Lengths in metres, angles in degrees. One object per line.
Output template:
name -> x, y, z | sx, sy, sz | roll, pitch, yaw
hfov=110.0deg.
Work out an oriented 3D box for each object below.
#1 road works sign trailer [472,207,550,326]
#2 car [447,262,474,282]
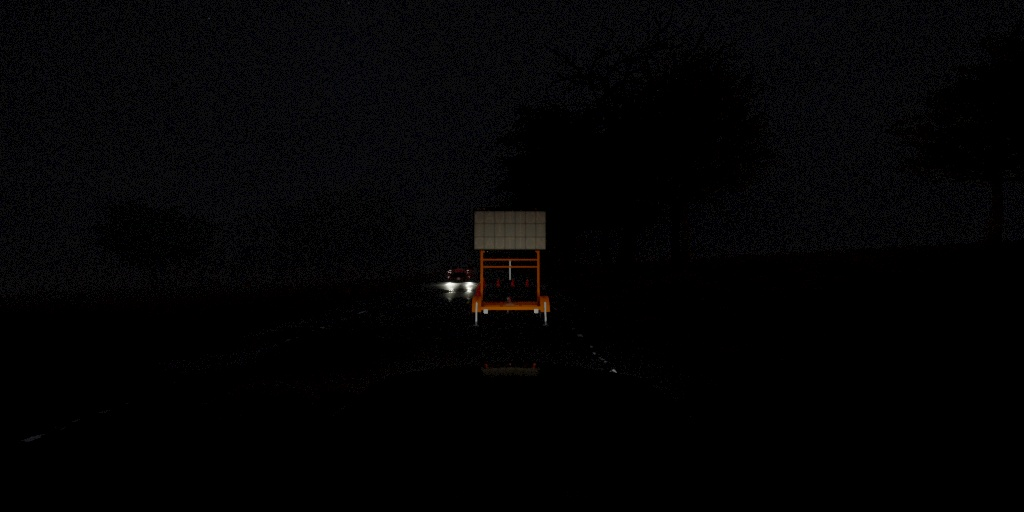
road works sign trailer -> -0.065, 0.231, 11.701 | 2.380, 3.560, 2.880 | 0, 0, -2
car -> -4.556, 1.363, 31.919 | 2.097, 1.767, 4.553 | 0, -1, -4
